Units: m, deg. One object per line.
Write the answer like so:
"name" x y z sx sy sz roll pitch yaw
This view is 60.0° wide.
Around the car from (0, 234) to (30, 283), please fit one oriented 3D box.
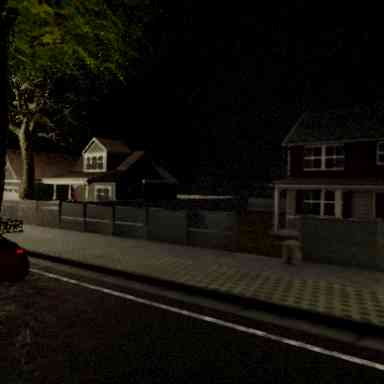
"car" -5.894 1.471 8.244 4.181 1.385 1.994 1 0 36
